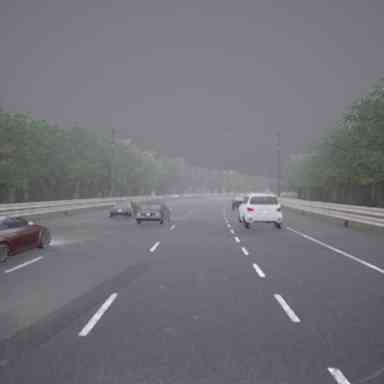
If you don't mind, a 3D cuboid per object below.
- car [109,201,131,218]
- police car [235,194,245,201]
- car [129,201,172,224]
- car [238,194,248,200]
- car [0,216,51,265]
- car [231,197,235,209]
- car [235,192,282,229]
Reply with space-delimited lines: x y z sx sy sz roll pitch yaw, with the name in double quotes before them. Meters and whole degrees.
"car" -5.738 1.458 29.149 1.994 1.385 4.181 0 0 4
"police car" 11.305 1.245 77.596 2.038 1.542 4.974 0 0 11
"car" -2.626 1.462 23.590 2.033 1.411 5.357 0 0 4
"car" 13.538 1.254 88.035 2.033 1.411 5.357 0 0 13
"car" -6.662 1.516 11.601 1.994 1.385 4.181 0 0 2
"car" 5.945 1.336 41.765 1.882 1.535 5.008 0 0 6
"car" 4.247 1.148 21.279 2.150 2.045 5.566 0 0 3
